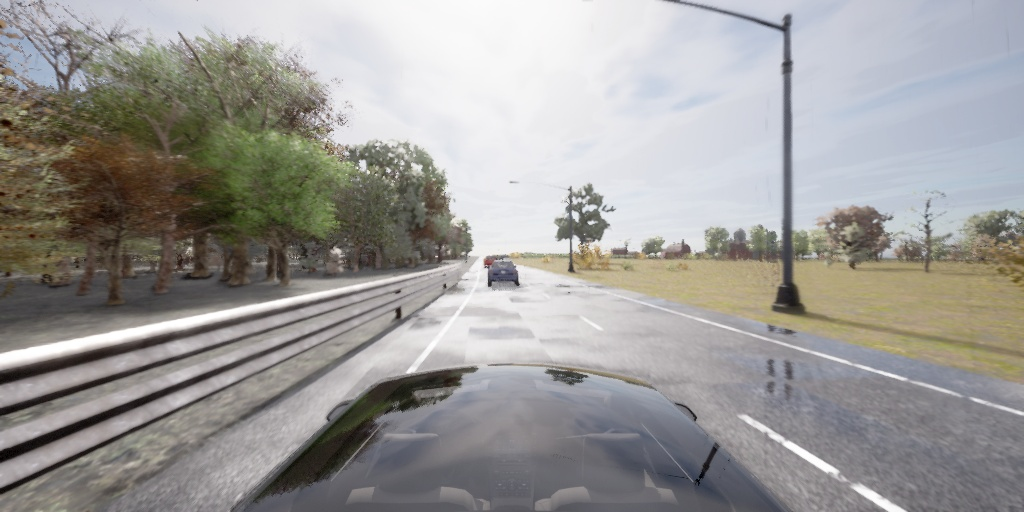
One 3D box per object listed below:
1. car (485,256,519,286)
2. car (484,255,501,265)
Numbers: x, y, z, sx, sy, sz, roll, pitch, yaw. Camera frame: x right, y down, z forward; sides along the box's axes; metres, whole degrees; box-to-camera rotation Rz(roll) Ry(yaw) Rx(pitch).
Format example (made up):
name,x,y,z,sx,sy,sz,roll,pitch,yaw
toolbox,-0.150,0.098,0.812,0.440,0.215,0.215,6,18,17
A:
name,x,y,z,sx,sy,sz,roll,pitch,yaw
car,-0.691,1.090,25.464,2.097,1.767,4.553,0,0,-4
car,-3.441,0.938,59.293,2.150,2.045,5.566,0,0,-5
